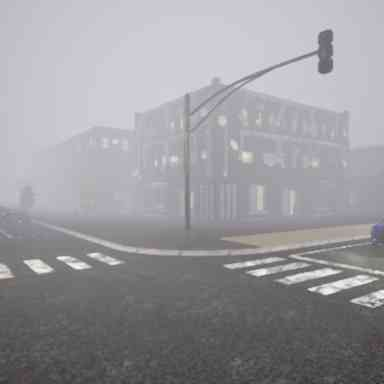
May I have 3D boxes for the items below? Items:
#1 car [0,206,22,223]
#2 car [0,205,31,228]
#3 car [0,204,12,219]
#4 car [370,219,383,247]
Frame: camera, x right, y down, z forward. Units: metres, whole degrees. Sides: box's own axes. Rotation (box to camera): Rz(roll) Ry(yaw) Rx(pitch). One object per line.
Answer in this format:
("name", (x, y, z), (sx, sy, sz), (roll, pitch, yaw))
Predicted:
("car", (-16.423, 1.937, 29.398), (1.802, 1.307, 4.206), (-1, 0, -35))
("car", (-13.218, 1.842, 24.885), (2.008, 1.369, 4.403), (-1, 0, -35))
("car", (-19.628, 1.999, 33.910), (1.802, 1.307, 4.206), (-1, 0, -35))
("car", (9.797, 1.597, 14.652), (5.008, 1.535, 1.882), (0, 0, -35))
